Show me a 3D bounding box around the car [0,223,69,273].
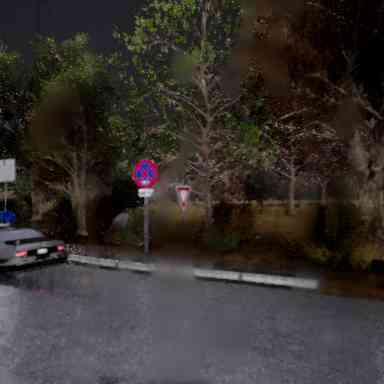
[{"bbox_3d":[-6.204,1.694,10.372,5.357,1.411,2.033,-1,-1,31],"label":"car"}]
